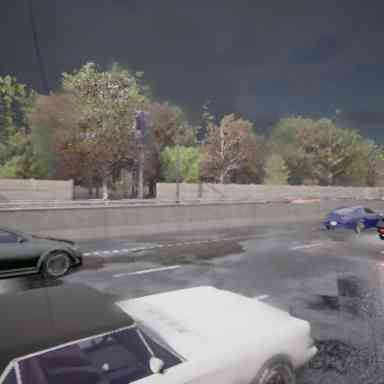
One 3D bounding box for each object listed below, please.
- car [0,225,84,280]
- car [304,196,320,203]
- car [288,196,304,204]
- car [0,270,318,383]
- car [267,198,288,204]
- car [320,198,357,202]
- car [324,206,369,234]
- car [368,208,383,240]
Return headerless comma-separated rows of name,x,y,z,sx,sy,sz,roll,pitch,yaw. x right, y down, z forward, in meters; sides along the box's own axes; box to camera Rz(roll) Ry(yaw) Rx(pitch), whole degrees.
car,-5.072,1.562,8.726,4.181,1.385,1.994,0,0,-36
car,16.790,1.480,41.741,4.902,1.511,2.128,0,0,-35
car,15.793,1.339,45.323,4.553,1.767,2.097,0,0,-35
car,-0.950,1.600,3.070,4.718,1.301,1.895,0,0,-36
car,12.824,1.587,47.508,4.718,1.301,1.895,0,0,-35
car,17.280,1.477,37.802,4.902,1.511,2.128,0,0,-35
car,9.440,1.510,19.085,4.674,1.442,1.812,0,0,-36
car,10.526,1.490,15.557,4.892,1.490,1.837,0,0,-36
